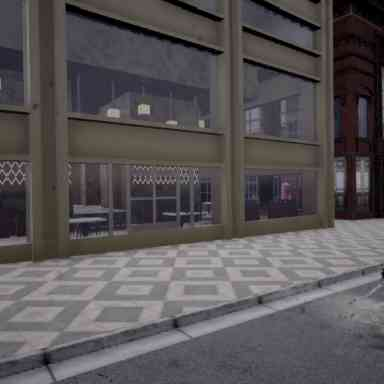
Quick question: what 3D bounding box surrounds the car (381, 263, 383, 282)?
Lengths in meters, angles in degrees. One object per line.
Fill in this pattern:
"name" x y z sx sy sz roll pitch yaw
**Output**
"car" 6.385 1.515 7.928 4.674 1.442 1.812 0 0 -36
